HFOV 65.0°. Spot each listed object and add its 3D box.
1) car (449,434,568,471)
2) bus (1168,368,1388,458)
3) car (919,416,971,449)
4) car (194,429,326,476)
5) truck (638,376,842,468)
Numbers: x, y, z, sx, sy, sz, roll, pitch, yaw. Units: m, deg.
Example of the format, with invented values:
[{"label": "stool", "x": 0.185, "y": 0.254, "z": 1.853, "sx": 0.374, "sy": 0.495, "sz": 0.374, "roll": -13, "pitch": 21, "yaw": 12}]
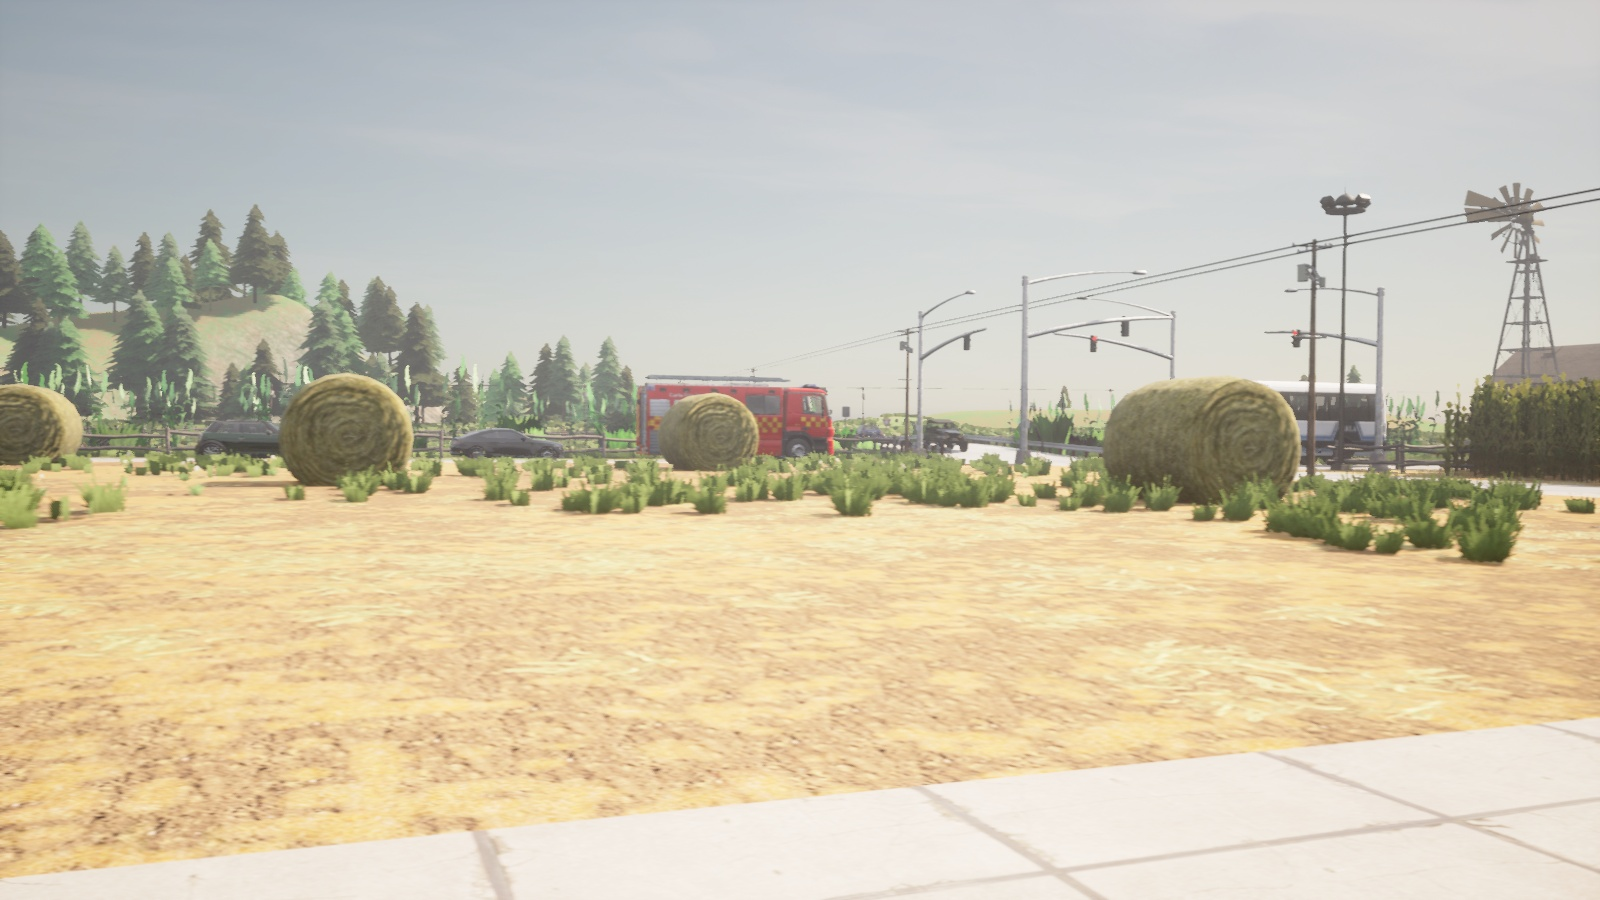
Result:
[{"label": "car", "x": -12.149, "y": 0.096, "z": 52.313, "sx": 4.674, "sy": 1.442, "sz": 1.812, "roll": -1, "pitch": 1, "yaw": -17}, {"label": "bus", "x": 24.049, "y": -1.840, "z": 63.165, "sx": 10.273, "sy": 4.253, "sz": 3.944, "roll": -1, "pitch": 1, "yaw": -20}, {"label": "car", "x": 8.885, "y": -1.104, "z": 77.343, "sx": 1.905, "sy": 1.878, "sz": 3.866, "roll": -1, "pitch": 4, "yaw": -14}, {"label": "car", "x": -21.230, "y": 0.072, "z": 49.539, "sx": 4.553, "sy": 1.767, "sz": 2.097, "roll": -1, "pitch": 1, "yaw": -17}, {"label": "truck", "x": -2.640, "y": -1.244, "z": 55.198, "sx": 8.468, "sy": 3.827, "sz": 2.891, "roll": -1, "pitch": 1, "yaw": -17}]
